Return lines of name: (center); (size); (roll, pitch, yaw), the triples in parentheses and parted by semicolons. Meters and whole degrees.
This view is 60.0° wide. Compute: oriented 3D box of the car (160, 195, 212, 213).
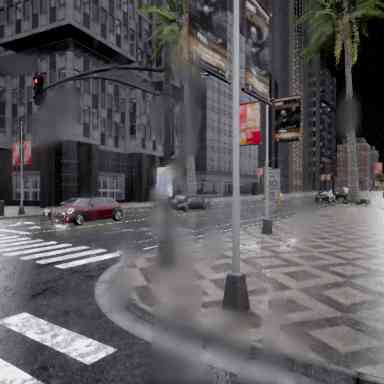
car: (-0.190, 1.072, 30.641); (2.033, 1.411, 5.357); (0, 1, 36)

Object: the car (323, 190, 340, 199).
car: (25.768, 0.353, 61.321); (1.882, 1.535, 5.008); (0, 1, 36)

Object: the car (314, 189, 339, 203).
car: (17.823, 0.677, 44.481); (1.837, 1.490, 4.892); (0, 1, 35)

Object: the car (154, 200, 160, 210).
car: (-1.880, 1.017, 33.869); (1.812, 1.442, 4.674); (0, 1, 35)

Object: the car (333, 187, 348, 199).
car: (23.683, 0.232, 52.762); (2.150, 2.045, 5.566); (0, 1, 36)

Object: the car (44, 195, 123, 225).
car: (-6.689, 1.075, 21.467); (2.097, 1.767, 4.553); (0, 1, 35)

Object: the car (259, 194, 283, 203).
car: (11.131, 0.675, 46.522); (1.882, 1.535, 5.008); (0, 1, 36)
